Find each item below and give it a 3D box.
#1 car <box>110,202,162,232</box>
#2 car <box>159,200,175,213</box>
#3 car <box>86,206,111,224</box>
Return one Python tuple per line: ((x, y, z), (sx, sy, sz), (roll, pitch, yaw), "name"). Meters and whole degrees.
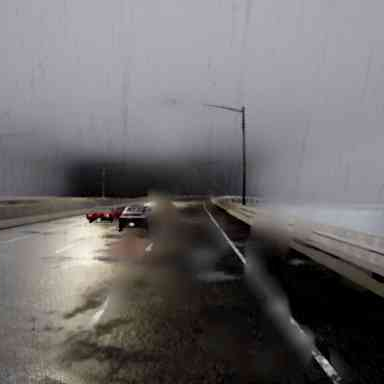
((-3.346, 1.617, 21.001), (2.128, 1.511, 4.902), (0, 0, 0), "car")
((-3.171, 1.736, 39.698), (1.837, 1.490, 4.892), (0, 0, 1), "car")
((-6.808, 1.760, 26.594), (1.895, 1.301, 4.718), (0, 0, 0), "car")
